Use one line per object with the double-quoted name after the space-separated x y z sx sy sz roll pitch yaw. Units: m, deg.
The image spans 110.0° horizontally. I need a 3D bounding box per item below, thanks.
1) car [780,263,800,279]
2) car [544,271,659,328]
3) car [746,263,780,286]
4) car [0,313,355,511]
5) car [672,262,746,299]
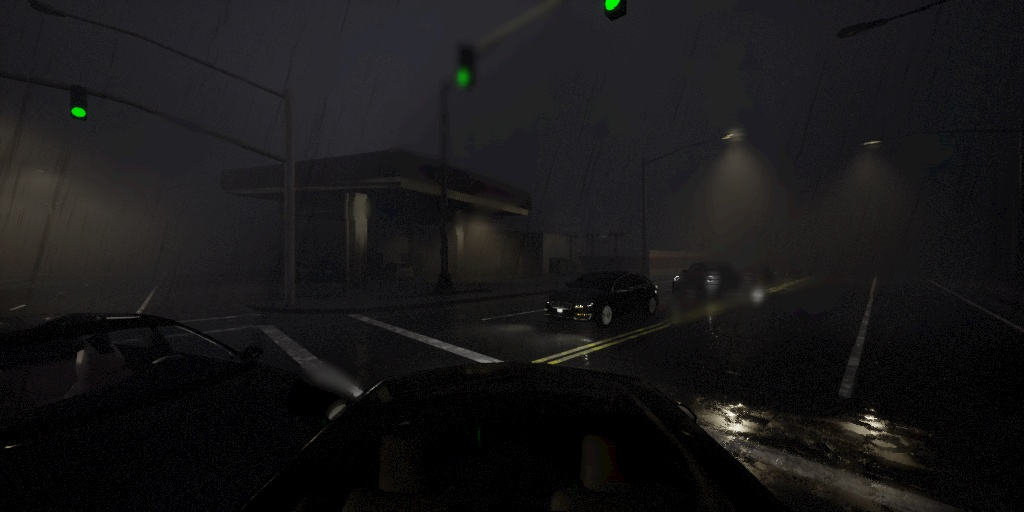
24.261 1.314 32.096 4.181 1.385 1.994 0 0 -44 "car"
3.053 1.255 11.601 4.892 1.490 1.837 0 0 -44 "car"
17.023 1.314 25.150 1.994 1.385 4.181 0 0 45 "car"
-3.383 1.242 2.678 4.902 1.511 2.128 0 0 16 "car"
9.994 1.102 18.344 4.553 1.767 2.097 0 0 -44 "car"
